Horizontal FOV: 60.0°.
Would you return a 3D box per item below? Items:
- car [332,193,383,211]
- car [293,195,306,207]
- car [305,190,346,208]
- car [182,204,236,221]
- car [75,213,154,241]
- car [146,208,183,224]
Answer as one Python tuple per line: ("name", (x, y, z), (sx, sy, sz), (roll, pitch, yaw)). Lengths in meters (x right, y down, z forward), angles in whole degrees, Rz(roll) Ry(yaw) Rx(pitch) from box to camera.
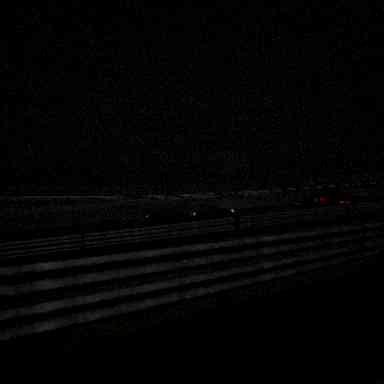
("car", (17.335, 1.086, 34.085), (4.902, 1.511, 2.128), (-4, 2, -22))
("car", (14.661, 1.023, 40.554), (4.902, 1.511, 2.128), (-4, 2, -22))
("car", (16.016, 0.773, 37.324), (5.566, 2.045, 2.150), (-4, 2, -22))
("car", (1.844, 1.929, 31.478), (4.553, 1.767, 2.097), (-4, 2, -22))
("car", (-5.897, 2.787, 24.499), (5.357, 1.411, 2.033), (-4, 2, -22))
("car", (-2.762, 2.305, 33.365), (4.674, 1.442, 1.812), (-4, 2, -22))
